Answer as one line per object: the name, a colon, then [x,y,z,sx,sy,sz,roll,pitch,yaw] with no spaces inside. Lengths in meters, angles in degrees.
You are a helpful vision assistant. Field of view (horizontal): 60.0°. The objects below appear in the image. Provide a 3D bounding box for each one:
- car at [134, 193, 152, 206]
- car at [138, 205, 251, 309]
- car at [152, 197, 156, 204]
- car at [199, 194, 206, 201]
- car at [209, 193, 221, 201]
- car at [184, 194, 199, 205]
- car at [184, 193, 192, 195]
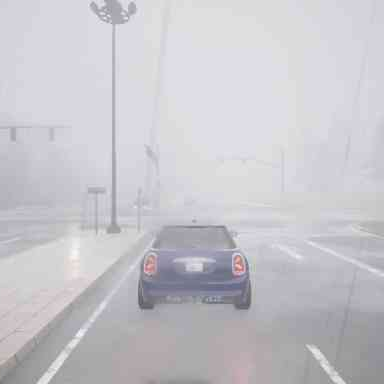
car: [-8.344,1.352,55.657,2.097,1.767,4.553,0,0,-1]
car: [0.058,1.352,8.008,2.097,1.767,4.553,0,0,0]
car: [-8.466,1.564,65.603,1.994,1.385,4.181,0,0,0]
car: [2.720,1.513,85.394,1.812,1.442,4.674,0,0,-1]
car: [6.226,1.215,85.128,2.150,2.045,5.566,0,0,-1]
car: [-0.245,1.526,54.827,1.812,1.442,4.674,0,0,-1]
car: [-0.779,1.489,85.331,1.837,1.490,4.892,0,0,-1]
